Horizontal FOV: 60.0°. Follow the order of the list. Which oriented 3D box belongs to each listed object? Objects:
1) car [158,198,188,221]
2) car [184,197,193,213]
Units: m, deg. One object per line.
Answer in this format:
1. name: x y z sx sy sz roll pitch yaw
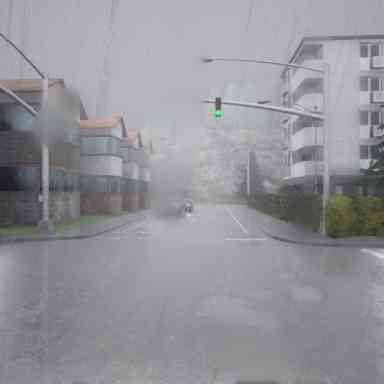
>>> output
1. car: -1.663 1.531 28.084 1.882 1.535 5.008 0 0 4
2. car: -1.027 1.421 37.859 2.097 1.767 4.553 0 0 4
